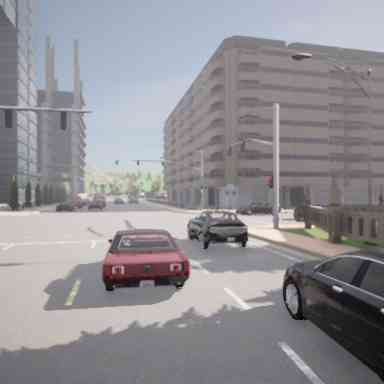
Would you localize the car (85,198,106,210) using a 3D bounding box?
[{"bbox_3d":[-14.120,1.967,48.816,1.895,1.301,4.718,0,0,-13],"label":"car"}]

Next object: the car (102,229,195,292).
[{"bbox_3d":[-1.361,1.670,9.209,1.895,1.301,4.718,0,0,-11],"label":"car"}]

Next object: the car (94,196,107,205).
[{"bbox_3d":[-16.301,1.658,58.332,2.150,2.045,5.566,0,0,-13],"label":"car"}]

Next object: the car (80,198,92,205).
[{"bbox_3d":[-23.092,2.083,72.466,2.033,1.411,5.357,0,0,-13],"label":"car"}]

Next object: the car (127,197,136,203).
[{"bbox_3d":[-16.093,2.191,88.810,2.033,1.411,5.357,0,0,-13],"label":"car"}]

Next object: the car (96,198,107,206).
[{"bbox_3d":[-18.537,2.035,68.304,2.128,1.511,4.902,0,0,-13],"label":"car"}]

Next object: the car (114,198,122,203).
[{"bbox_3d":[-19.619,2.210,88.521,1.994,1.385,4.181,0,0,-13],"label":"car"}]

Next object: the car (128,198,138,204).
[{"bbox_3d":[-13.834,2.174,79.036,1.895,1.301,4.718,0,0,-13],"label":"car"}]

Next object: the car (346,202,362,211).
[{"bbox_3d":[17.639,1.873,39.523,5.357,1.411,2.033,0,0,-14],"label":"car"}]

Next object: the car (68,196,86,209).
[{"bbox_3d":[-18.655,1.621,52.898,2.150,2.045,5.566,0,0,-13],"label":"car"}]

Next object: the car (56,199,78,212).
[{"bbox_3d":[-16.466,1.930,43.382,1.895,1.301,4.718,0,0,-13],"label":"car"}]

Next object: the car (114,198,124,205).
[{"bbox_3d":[-16.382,2.106,74.524,1.994,1.385,4.181,0,0,-13],"label":"car"}]

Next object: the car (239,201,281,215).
[{"bbox_3d":[7.437,1.822,37.101,4.892,1.490,1.837,0,0,-13],"label":"car"}]

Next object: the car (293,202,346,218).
[{"bbox_3d":[11.476,1.831,30.658,4.181,1.385,1.994,0,0,-13],"label":"car"}]

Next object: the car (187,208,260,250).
[{"bbox_3d":[1.014,1.601,15.076,2.128,1.511,4.902,0,0,-11],"label":"car"}]

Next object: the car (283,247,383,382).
[{"bbox_3d":[2.868,1.537,4.619,1.837,1.490,4.892,0,0,-7],"label":"car"}]
